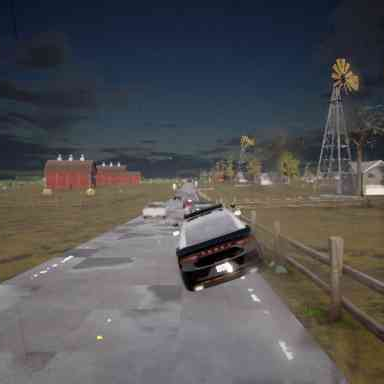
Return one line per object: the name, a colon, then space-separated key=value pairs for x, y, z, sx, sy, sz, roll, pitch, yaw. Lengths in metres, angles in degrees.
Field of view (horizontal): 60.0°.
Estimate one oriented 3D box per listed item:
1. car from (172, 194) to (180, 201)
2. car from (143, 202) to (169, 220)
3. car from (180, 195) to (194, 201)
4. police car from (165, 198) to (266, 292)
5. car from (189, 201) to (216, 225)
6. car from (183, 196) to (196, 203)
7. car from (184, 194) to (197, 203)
car: x=-3.060 y=1.096 z=69.458 sx=2.033 sy=1.411 sz=5.357 roll=0 pitch=1 yaw=0
car: x=-2.973 y=1.560 z=28.124 sx=1.895 sy=1.301 sz=4.718 roll=0 pitch=0 yaw=0
car: x=-0.195 y=1.237 z=47.063 sx=2.097 sy=1.767 sz=4.553 roll=0 pitch=0 yaw=0
police car: x=0.529 y=1.199 z=9.227 sx=1.930 sy=1.638 sz=5.238 roll=-18 pitch=3 yaw=0
car: x=0.714 y=1.471 z=25.149 sx=1.837 sy=1.490 sz=4.892 roll=0 pitch=0 yaw=0
car: x=0.667 y=1.308 z=19.108 sx=2.097 sy=1.767 sz=4.553 roll=-1 pitch=0 yaw=0
car: x=-0.269 y=1.209 z=60.581 sx=2.128 sy=1.511 sz=4.902 roll=0 pitch=1 yaw=0
